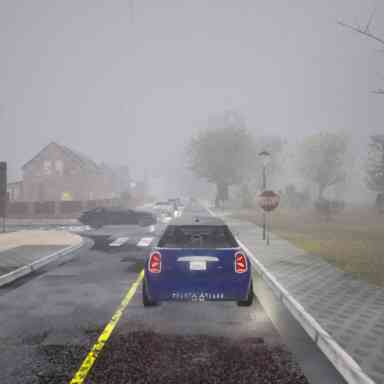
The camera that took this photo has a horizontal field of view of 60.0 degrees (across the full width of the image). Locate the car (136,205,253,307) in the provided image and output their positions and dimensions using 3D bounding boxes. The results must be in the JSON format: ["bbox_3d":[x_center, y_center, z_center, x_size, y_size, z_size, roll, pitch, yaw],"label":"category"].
[{"bbox_3d":[0.115,1.358,8.158,2.097,1.767,4.553,0,0,0],"label":"car"}]

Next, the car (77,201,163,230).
[{"bbox_3d":[-4.672,1.519,21.041,4.902,1.511,2.128,0,0,-22],"label":"car"}]

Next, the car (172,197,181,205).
[{"bbox_3d":[-2.721,1.575,42.459,1.837,1.490,4.892,0,0,1],"label":"car"}]

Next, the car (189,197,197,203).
[{"bbox_3d":[0.244,1.738,74.867,2.033,1.411,5.357,0,0,0],"label":"car"}]

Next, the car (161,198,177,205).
[{"bbox_3d":[-2.820,1.573,32.667,1.812,1.442,4.674,0,0,2],"label":"car"}]
